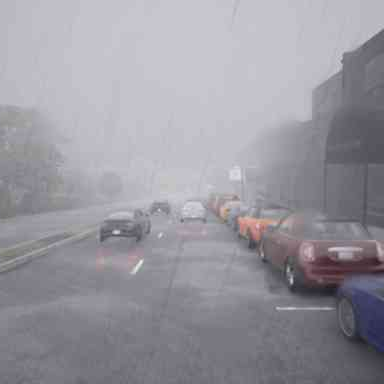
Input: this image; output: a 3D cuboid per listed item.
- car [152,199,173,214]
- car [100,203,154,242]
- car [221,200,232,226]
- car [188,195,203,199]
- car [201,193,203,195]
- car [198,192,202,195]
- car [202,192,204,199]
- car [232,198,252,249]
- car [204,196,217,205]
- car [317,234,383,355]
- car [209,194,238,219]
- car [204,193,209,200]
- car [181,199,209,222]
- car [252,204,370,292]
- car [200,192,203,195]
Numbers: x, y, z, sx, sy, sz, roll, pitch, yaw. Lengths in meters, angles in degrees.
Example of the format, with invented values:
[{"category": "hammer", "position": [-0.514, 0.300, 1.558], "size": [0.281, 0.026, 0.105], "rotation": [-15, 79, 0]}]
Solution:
[{"category": "car", "position": [-3.143, 1.462, 34.272], "size": [1.837, 1.490, 4.892], "rotation": [0, 0, 0]}, {"category": "car", "position": [-3.161, 1.506, 16.234], "size": [1.812, 1.442, 4.674], "rotation": [0, 0, 0]}, {"category": "car", "position": [3.230, 1.456, 20.177], "size": [2.231, 1.521, 4.892], "rotation": [0, 0, 0]}, {"category": "car", "position": [0.109, 1.453, 42.063], "size": [1.837, 1.490, 4.892], "rotation": [0, 0, 0]}, {"category": "car", "position": [3.238, 1.402, 64.252], "size": [2.231, 1.521, 4.892], "rotation": [0, 0, 0]}, {"category": "car", "position": [3.244, 1.255, 80.803], "size": [2.185, 1.767, 4.553], "rotation": [0, 0, 0]}, {"category": "car", "position": [3.236, 1.288, 53.302], "size": [2.185, 1.767, 4.553], "rotation": [0, 0, 0]}, {"category": "car", "position": [3.228, 1.336, 14.627], "size": [2.185, 1.767, 4.553], "rotation": [0, 0, 0]}, {"category": "car", "position": [3.238, 1.447, 58.731], "size": [2.002, 1.452, 4.674], "rotation": [0, 0, 0]}, {"category": "car", "position": [3.226, 1.516, 3.480], "size": [2.002, 1.452, 4.674], "rotation": [0, 0, 0]}, {"category": "car", "position": [3.231, 1.190, 31.136], "size": [2.435, 2.045, 5.566], "rotation": [0, 0, 0]}, {"category": "car", "position": [3.235, 1.295, 47.777], "size": [2.185, 1.767, 4.553], "rotation": [0, 0, 0]}, {"category": "car", "position": [0.105, 1.494, 25.506], "size": [1.812, 1.442, 4.674], "rotation": [0, 0, 0]}, {"category": "car", "position": [3.226, 1.343, 9.101], "size": [2.185, 1.767, 4.553], "rotation": [0, 0, 0]}, {"category": "car", "position": [3.240, 1.384, 75.494], "size": [1.946, 1.575, 5.366], "rotation": [0, 0, 0]}]
